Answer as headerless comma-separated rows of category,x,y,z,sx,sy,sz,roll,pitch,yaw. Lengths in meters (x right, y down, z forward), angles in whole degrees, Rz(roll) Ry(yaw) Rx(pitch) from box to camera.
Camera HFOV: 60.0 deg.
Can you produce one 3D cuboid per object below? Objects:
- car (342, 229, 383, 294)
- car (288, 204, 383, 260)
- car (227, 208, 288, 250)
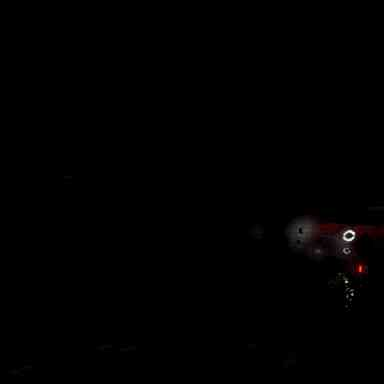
car,5.618,1.578,7.455,4.718,1.301,1.895,0,0,-35
car,5.846,1.324,11.853,4.553,1.767,2.097,0,0,-36
car,3.716,1.449,14.325,5.008,1.535,1.882,0,0,-36
